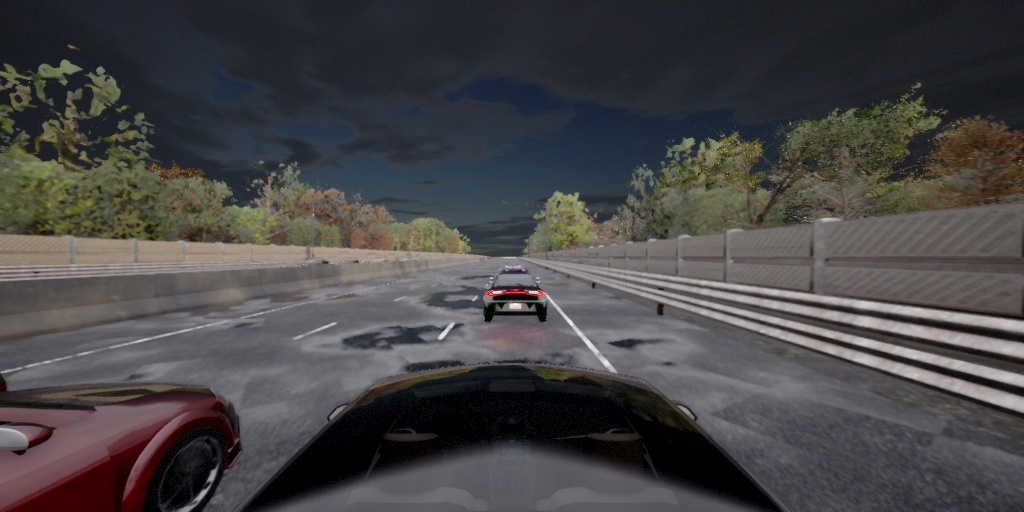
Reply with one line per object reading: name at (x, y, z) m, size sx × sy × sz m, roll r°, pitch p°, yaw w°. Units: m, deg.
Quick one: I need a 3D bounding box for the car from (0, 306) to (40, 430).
car at (-6.899, 1.314, 2.390) m, size 1.994 × 1.385 × 4.181 m, roll 0°, pitch 0°, yaw 0°

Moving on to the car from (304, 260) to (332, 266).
car at (-24.507, 1.265, 45.486) m, size 1.837 × 1.490 × 4.892 m, roll 0°, pitch -1°, yaw 0°

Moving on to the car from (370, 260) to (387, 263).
car at (-17.492, 1.238, 46.888) m, size 1.882 × 1.535 × 5.008 m, roll 0°, pitch 0°, yaw 0°

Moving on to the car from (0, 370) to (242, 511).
car at (-3.401, 1.314, 1.461) m, size 1.994 × 1.385 × 4.181 m, roll 0°, pitch 0°, yaw 0°

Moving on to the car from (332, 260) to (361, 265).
car at (-20.995, 1.268, 46.607) m, size 1.837 × 1.490 × 4.892 m, roll 0°, pitch 0°, yaw 0°

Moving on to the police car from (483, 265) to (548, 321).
police car at (0.103, 1.256, 12.649) m, size 2.038 × 1.542 × 4.974 m, roll 0°, pitch 0°, yaw 0°

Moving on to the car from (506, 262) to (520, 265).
car at (0.112, 1.358, 44.307) m, size 1.895 × 1.301 × 4.718 m, roll 0°, pitch 0°, yaw 0°
